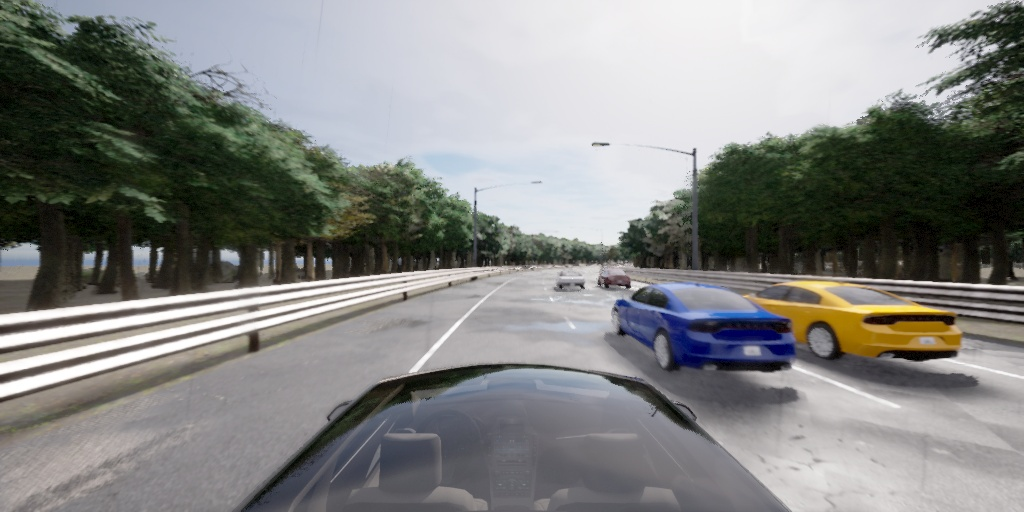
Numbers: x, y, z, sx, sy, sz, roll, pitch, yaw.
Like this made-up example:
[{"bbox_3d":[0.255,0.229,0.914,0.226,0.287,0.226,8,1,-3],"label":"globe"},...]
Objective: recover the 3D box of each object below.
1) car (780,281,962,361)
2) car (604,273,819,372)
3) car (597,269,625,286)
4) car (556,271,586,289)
[{"bbox_3d":[7.167,1.338,8.638,1.882,1.535,5.008,0,-1,1],"label":"car"},{"bbox_3d":[3.659,1.313,7.896,1.882,1.535,5.008,0,-1,1],"label":"car"},{"bbox_3d":[7.960,1.748,28.242,1.812,1.442,4.674,0,-1,4],"label":"car"},{"bbox_3d":[4.387,1.791,27.493,1.895,1.301,4.718,0,-1,4],"label":"car"}]
